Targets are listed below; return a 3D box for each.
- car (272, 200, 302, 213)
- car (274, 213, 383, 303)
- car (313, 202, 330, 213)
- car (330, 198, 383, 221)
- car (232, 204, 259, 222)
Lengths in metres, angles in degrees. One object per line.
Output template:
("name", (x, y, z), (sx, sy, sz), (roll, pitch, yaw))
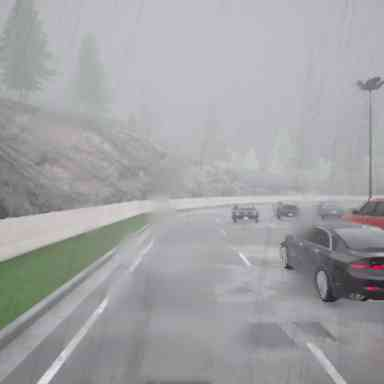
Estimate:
("car", (7.898, 1.464, 27.737), (1.837, 1.490, 4.892), (0, 0, 9))
("car", (3.566, 1.492, 8.161), (1.837, 1.490, 4.892), (0, 0, 0))
("car", (11.520, 1.522, 28.096), (1.994, 1.385, 4.181), (0, 0, 10))
("car", (7.083, 1.203, 11.444), (2.150, 2.045, 5.566), (0, 0, 0))
("car", (4.072, 1.563, 25.823), (1.895, 1.301, 4.718), (0, 0, 6))
